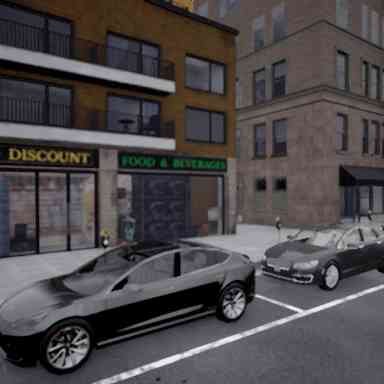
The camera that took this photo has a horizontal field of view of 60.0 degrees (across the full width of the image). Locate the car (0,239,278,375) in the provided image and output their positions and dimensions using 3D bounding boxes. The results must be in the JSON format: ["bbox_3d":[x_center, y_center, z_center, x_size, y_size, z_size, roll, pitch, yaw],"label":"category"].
[{"bbox_3d":[-0.803,1.550,5.601,4.313,1.339,1.947,0,0,-35],"label":"car"}]

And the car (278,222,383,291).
[{"bbox_3d":[3.714,1.499,8.771,4.403,1.369,2.008,0,0,-35],"label":"car"}]
